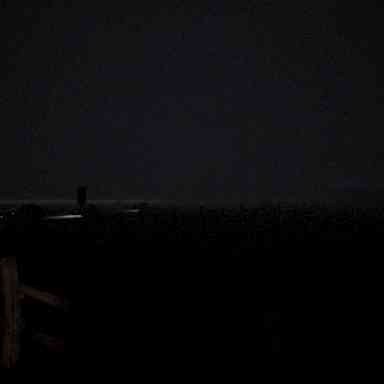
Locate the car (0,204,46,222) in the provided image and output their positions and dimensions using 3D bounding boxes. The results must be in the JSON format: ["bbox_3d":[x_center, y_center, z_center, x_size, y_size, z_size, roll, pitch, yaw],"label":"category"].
[{"bbox_3d":[-15.125,1.839,29.878,1.812,1.442,4.674,-1,-1,15],"label":"car"}]

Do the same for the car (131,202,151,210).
[{"bbox_3d":[-8.241,2.260,54.236,1.994,1.385,4.181,-1,-1,17],"label":"car"}]

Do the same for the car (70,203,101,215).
[{"bbox_3d":[-12.544,2.023,39.521,1.994,1.385,4.181,-1,-1,15],"label":"car"}]
